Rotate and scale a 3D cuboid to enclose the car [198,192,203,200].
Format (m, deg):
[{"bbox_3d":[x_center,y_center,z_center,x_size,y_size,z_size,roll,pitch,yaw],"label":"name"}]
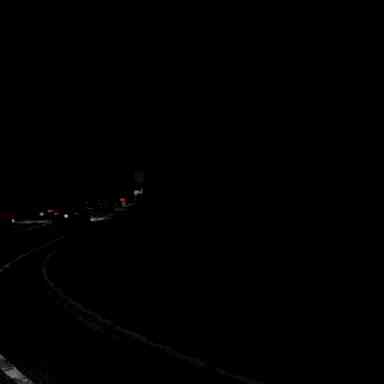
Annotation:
[{"bbox_3d":[4.603,1.299,74.971,5.008,1.535,2.097,0,0,-7],"label":"car"}]

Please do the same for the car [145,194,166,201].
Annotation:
[{"bbox_3d":[-9.332,1.340,84.687,5.366,1.575,1.946,0,0,-6],"label":"car"}]

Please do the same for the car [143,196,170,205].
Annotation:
[{"bbox_3d":[-6.279,1.456,59.437,4.674,1.452,2.002,0,0,-6],"label":"car"}]

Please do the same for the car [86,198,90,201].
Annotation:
[{"bbox_3d":[-15.014,1.567,50.771,1.882,1.535,5.008,0,0,-5],"label":"car"}]

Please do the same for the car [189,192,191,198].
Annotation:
[{"bbox_3d":[2.383,1.237,94.611,4.892,1.521,2.231,0,0,-6],"label":"car"}]

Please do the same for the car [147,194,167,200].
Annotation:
[{"bbox_3d":[-9.602,1.320,90.344,5.366,1.575,1.946,0,0,-6],"label":"car"}]

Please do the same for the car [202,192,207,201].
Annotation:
[{"bbox_3d":[5.241,1.318,69.360,4.892,1.521,2.231,0,0,-7],"label":"car"}]

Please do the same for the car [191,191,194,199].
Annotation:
[{"bbox_3d":[3.004,1.253,89.124,5.008,1.535,2.097,0,0,-6],"label":"car"}]

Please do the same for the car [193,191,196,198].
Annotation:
[{"bbox_3d":[3.348,1.137,86.321,4.553,1.767,2.185,0,0,-6],"label":"car"}]

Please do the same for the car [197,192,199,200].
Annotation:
[{"bbox_3d":[4.318,1.319,77.781,4.792,1.488,2.163,0,0,-6],"label":"car"}]

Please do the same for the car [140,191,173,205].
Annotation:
[{"bbox_3d":[-5.987,1.170,56.627,5.566,2.045,2.435,0,0,-6],"label":"car"}]

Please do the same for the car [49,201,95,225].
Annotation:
[{"bbox_3d":[-9.102,1.677,25.522,1.994,1.385,4.181,0,0,-6],"label":"car"}]

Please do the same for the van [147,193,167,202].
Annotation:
[{"bbox_3d":[-8.076,1.142,76.297,4.442,1.987,1.878,0,0,-6],"label":"van"}]

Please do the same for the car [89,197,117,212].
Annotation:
[{"bbox_3d":[-10.514,1.571,39.719,1.882,1.535,5.008,0,0,-6],"label":"car"}]

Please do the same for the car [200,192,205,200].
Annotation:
[{"bbox_3d":[4.921,1.308,72.166,5.008,1.535,2.097,0,0,-6],"label":"car"}]

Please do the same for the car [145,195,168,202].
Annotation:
[{"bbox_3d":[-7.550,1.426,70.670,4.674,1.452,2.002,0,0,-6],"label":"car"}]

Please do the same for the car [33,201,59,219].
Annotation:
[{"bbox_3d":[-13.102,1.618,30.856,2.128,1.511,4.902,0,0,-6],"label":"car"}]

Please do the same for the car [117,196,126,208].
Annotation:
[{"bbox_3d":[-11.648,1.564,50.086,2.128,1.511,4.902,0,0,-6],"label":"car"}]

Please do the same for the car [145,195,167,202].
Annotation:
[{"bbox_3d":[-7.901,1.407,73.474,4.792,1.488,2.163,0,0,-6],"label":"car"}]

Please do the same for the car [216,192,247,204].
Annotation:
[{"bbox_3d":[6.781,1.214,55.317,4.553,1.767,2.185,0,1,-7],"label":"car"}]

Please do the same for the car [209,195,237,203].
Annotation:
[{"bbox_3d":[5.893,1.332,63.751,4.892,1.521,2.231,0,0,-7],"label":"car"}]

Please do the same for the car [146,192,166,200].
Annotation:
[{"bbox_3d":[-10.079,1.063,93.133,5.566,2.045,2.435,0,0,-6],"label":"car"}]

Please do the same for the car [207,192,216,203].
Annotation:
[{"bbox_3d":[6.163,1.086,61.064,5.566,2.045,2.435,0,0,-7],"label":"car"}]

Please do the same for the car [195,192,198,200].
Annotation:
[{"bbox_3d":[3.960,1.280,80.707,5.008,1.535,2.097,0,0,-6],"label":"car"}]

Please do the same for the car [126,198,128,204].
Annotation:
[{"bbox_3d":[-12.630,1.515,59.593,1.882,1.535,5.008,0,0,-6],"label":"car"}]

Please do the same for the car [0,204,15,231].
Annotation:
[{"bbox_3d":[-11.939,1.497,18.806,2.097,1.767,4.553,0,0,-5],"label":"car"}]

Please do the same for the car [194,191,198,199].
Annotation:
[{"bbox_3d":[3.632,1.271,83.512,5.008,1.535,2.097,0,0,-6],"label":"car"}]
